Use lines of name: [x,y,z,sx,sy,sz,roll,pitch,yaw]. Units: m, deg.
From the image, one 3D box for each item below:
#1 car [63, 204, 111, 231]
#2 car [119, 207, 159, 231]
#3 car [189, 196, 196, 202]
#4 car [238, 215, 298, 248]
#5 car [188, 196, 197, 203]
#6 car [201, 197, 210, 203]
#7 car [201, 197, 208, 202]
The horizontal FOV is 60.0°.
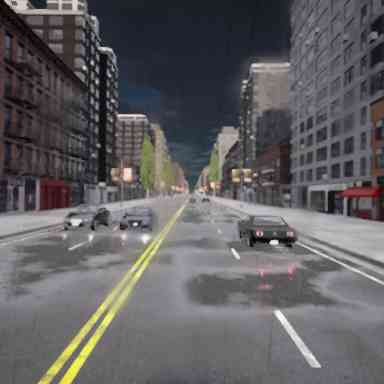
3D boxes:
car: [-6.480,1.551,21.005,2.128,1.511,4.902,0,0,0]
car: [-3.237,1.648,20.937,1.994,1.385,4.181,0,0,0]
car: [0.174,1.887,92.836,1.882,1.535,5.008,0,0,0]
car: [3.275,1.706,15.395,1.895,1.301,4.718,0,0,0]
car: [0.154,1.906,82.419,2.128,1.511,4.902,0,0,0]
car: [3.404,1.884,82.413,1.882,1.535,5.008,0,0,0]
car: [3.423,2.030,92.859,1.895,1.301,4.718,0,0,0]
